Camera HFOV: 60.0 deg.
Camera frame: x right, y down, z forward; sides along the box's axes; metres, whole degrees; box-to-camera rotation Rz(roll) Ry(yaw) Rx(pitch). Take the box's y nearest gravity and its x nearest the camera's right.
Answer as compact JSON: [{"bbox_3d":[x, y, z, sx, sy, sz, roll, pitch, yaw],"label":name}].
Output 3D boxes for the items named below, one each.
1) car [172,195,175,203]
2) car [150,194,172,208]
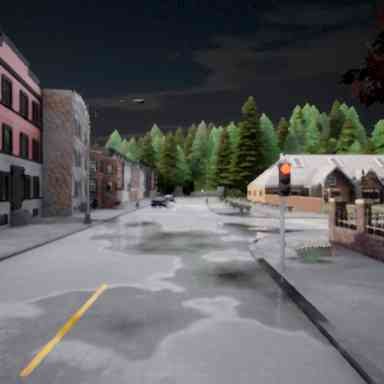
[{"bbox_3d":[-4.042,1.152,58.235,1.812,1.442,4.674,0,0,1],"label":"car"},{"bbox_3d":[-4.086,1.275,42.357,2.033,1.411,5.357,0,0,0],"label":"car"}]
